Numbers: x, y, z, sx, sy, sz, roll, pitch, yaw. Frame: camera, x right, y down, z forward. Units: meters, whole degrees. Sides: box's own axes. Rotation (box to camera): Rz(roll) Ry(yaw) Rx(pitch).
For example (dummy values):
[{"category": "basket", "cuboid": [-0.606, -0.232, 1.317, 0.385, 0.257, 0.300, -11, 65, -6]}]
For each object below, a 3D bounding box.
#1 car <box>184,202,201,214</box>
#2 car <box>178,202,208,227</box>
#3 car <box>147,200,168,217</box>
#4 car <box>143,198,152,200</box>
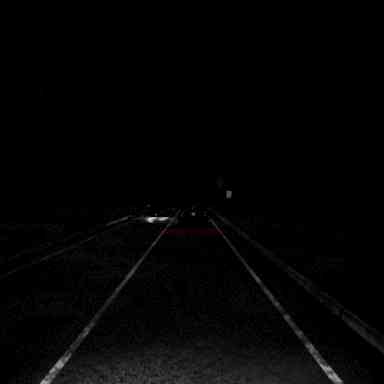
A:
[{"category": "car", "cuboid": [0.090, 1.963, 42.130, 1.994, 1.385, 4.181, 0, -1, 0]}, {"category": "car", "cuboid": [0.095, 1.591, 25.081, 2.097, 1.767, 4.553, 0, -1, 0]}, {"category": "car", "cuboid": [-3.606, 1.888, 35.859, 2.033, 1.411, 5.357, 0, -1, 0]}, {"category": "car", "cuboid": [-10.087, 2.058, 75.933, 1.837, 1.490, 4.892, 1, -1, -32]}]
